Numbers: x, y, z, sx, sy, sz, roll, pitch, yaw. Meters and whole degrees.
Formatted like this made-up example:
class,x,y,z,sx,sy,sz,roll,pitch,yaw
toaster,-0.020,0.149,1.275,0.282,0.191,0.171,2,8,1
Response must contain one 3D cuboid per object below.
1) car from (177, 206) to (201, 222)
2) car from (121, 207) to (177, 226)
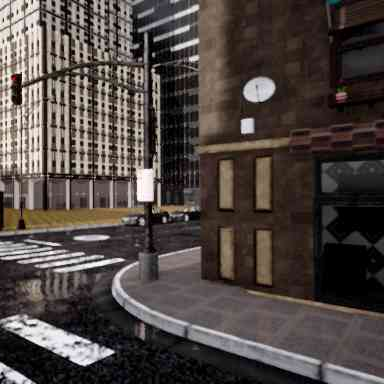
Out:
class,x,y,z,sx,sy,sz,roll,pitch,yaw
car,-0.356,1.961,30.488,2.008,1.369,4.403,-2,-2,35
car,-3.556,1.880,25.930,2.008,1.369,4.403,-2,-2,35
